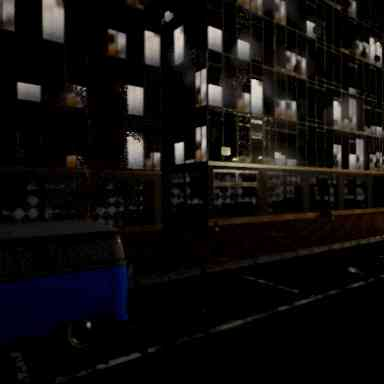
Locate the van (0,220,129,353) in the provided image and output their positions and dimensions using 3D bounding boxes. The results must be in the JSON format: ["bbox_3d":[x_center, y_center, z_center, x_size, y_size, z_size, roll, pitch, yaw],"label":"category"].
[{"bbox_3d":[-2.863,1.340,4.516,3.998,1.788,1.690,0,0,-35],"label":"van"}]
